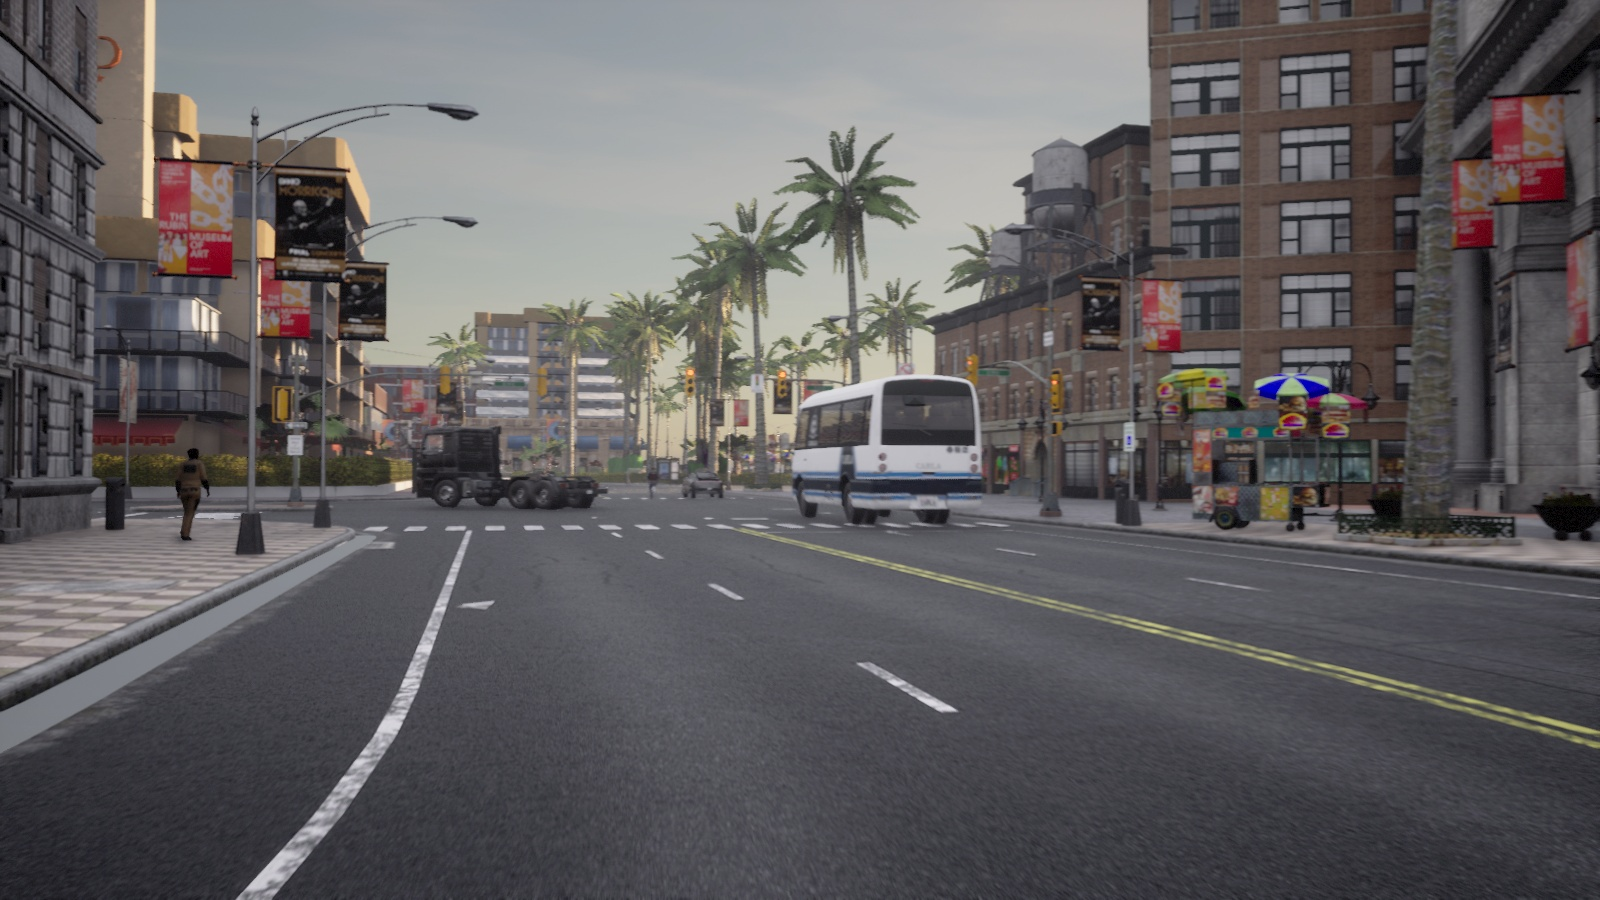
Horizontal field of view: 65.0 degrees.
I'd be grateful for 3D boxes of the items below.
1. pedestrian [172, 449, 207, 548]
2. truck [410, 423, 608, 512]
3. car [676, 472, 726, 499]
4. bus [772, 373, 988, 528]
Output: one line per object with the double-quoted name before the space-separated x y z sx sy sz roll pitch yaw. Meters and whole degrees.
"pedestrian" -12.003 0.944 24.684 0.396 1.930 0.692 0 -1 -5
"truck" -12.075 0.762 51.881 7.936 3.462 2.891 -1 -1 26
"car" -5.737 2.008 72.137 2.128 1.511 4.902 0 -1 -14
"bus" 2.173 0.098 40.058 3.944 4.253 10.273 0 -1 -14
